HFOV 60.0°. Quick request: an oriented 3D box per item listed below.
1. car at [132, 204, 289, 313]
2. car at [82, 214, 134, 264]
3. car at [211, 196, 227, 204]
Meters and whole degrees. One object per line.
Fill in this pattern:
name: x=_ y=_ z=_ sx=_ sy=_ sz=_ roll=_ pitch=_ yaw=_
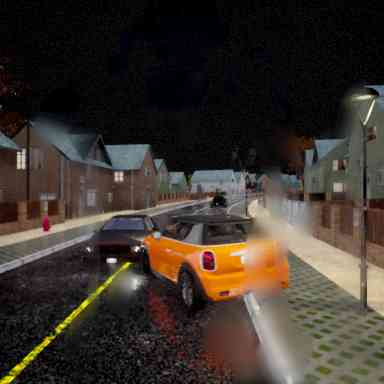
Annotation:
car: x=0.200 y=1.308 z=8.062 sx=2.097 sy=1.767 sz=4.553 roll=-2 pitch=-1 yaw=-23
car: x=-2.259 y=1.530 z=12.007 sx=2.033 sy=1.411 sz=5.357 roll=0 pitch=0 yaw=0
car: x=3.593 y=1.282 z=43.980 sx=1.812 sy=1.442 sz=4.674 roll=0 pitch=1 yaw=11
